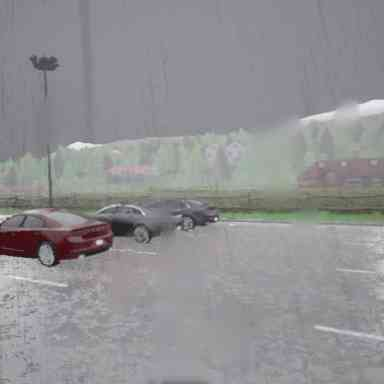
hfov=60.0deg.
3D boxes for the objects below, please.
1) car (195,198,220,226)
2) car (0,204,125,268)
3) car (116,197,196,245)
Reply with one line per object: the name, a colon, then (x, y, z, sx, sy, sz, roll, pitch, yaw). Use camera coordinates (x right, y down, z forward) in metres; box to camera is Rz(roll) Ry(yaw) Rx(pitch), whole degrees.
car: (-1.044, 1.008, 16.410, 4.892, 1.490, 1.837, 0, 2, 27)
car: (-4.794, 1.280, 10.477, 5.008, 1.535, 1.882, -1, 2, 27)
car: (-2.635, 1.140, 13.296, 4.902, 1.511, 2.128, -1, 2, 28)
